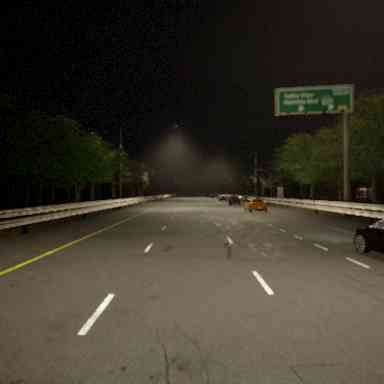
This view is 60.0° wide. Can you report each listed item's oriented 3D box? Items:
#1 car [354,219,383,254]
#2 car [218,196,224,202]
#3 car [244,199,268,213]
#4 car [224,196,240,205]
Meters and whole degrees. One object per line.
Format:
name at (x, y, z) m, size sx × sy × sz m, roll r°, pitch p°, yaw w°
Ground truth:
car at (7.001, 1.490, 10.591) m, size 2.128 × 1.511 × 4.902 m, roll 0°, pitch 0°, yaw 0°
car at (7.081, 1.564, 77.906) m, size 1.895 × 1.301 × 4.718 m, roll 0°, pitch 0°, yaw 0°
car at (7.032, 1.478, 36.962) m, size 1.882 × 1.535 × 5.008 m, roll 0°, pitch 0°, yaw 0°
car at (7.054, 1.523, 56.479) m, size 1.837 × 1.490 × 4.892 m, roll 0°, pitch 0°, yaw 0°
